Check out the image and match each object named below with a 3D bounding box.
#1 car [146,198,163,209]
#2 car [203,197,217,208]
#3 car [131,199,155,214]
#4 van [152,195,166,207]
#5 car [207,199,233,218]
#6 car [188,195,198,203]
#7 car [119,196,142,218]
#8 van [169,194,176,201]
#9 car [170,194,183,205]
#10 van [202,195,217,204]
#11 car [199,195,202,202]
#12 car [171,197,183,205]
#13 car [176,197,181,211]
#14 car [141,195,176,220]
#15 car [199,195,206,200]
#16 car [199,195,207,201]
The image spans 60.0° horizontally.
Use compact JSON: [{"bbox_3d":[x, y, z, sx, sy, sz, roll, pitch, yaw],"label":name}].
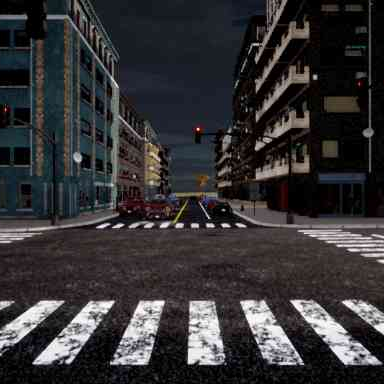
[{"bbox_3d":[-5.164,1.533,46.854,1.887,1.381,4.507,0,0,0],"label":"car"},{"bbox_3d":[2.698,1.573,41.277,1.802,1.307,4.206,0,0,0],"label":"car"},{"bbox_3d":[-5.200,1.538,35.749,1.887,1.381,4.507,0,0,0],"label":"car"},{"bbox_3d":[-5.146,1.326,52.405,1.690,1.788,3.998,0,0,0],"label":"van"},{"bbox_3d":[2.662,1.562,30.173,1.947,1.339,4.313,0,0,0],"label":"car"},{"bbox_3d":[0.281,1.476,70.344,1.837,1.490,4.892,0,0,0],"label":"car"},{"bbox_3d":[-5.218,1.311,30.197,2.192,1.841,5.009,0,0,0],"label":"car"},{"bbox_3d":[-5.039,1.301,85.717,1.690,1.788,3.998,0,0,0],"label":"van"},{"bbox_3d":[-2.691,1.479,48.021,2.128,1.511,4.902,0,0,0],"label":"car"},{"bbox_3d":[2.717,1.329,46.829,1.690,1.788,3.998,0,0,0],"label":"van"},{"bbox_3d":[2.752,1.422,57.932,1.967,1.590,4.097,0,0,0],"label":"car"},{"bbox_3d":[-2.623,1.582,58.275,1.895,1.301,4.718,0,0,1],"label":"car"},{"bbox_3d":[-2.728,1.484,38.013,2.128,1.511,4.902,0,0,0],"label":"car"},{"bbox_3d":[-2.728,1.349,28.173,2.097,1.767,4.553,0,0,0],"label":"car"},{"bbox_3d":[2.858,1.499,91.245,1.887,1.381,4.507,0,0,0],"label":"car"},{"bbox_3d":[2.841,1.504,85.693,1.887,1.381,4.507,0,0,0],"label":"car"}]
